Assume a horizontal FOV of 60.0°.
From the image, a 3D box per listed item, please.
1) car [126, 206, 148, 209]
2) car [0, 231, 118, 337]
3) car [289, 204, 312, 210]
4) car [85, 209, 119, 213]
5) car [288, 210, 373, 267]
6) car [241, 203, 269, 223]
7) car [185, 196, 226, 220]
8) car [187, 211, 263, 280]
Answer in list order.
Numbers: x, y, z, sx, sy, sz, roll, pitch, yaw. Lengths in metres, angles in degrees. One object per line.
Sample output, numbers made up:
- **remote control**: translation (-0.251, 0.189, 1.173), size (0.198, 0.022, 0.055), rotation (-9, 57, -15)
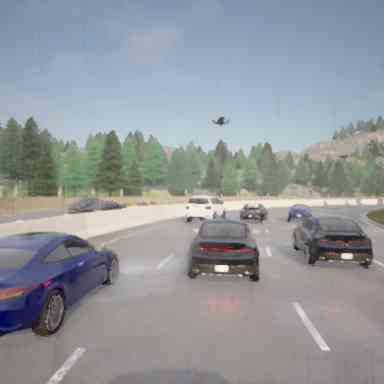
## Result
- **car**: translation (-4.572, 1.536, 32.060), size (1.882, 1.535, 5.008), rotation (1, -1, 19)
- **car**: translation (-2.927, 1.512, 6.599), size (1.812, 1.442, 4.674), rotation (1, 0, 5)
- **car**: translation (9.390, 1.753, 28.906), size (1.812, 1.442, 4.674), rotation (1, 0, 20)
- **car**: translation (-8.330, 1.557, 31.861), size (2.033, 1.411, 5.357), rotation (1, 0, 19)
- **car**: translation (4.817, 1.611, 11.935), size (1.837, 1.490, 4.892), rotation (1, 0, 9)
- **car**: translation (5.199, 1.660, 27.555), size (2.128, 1.511, 4.902), rotation (1, 0, 19)
- **car**: translation (1.170, 1.334, 26.637), size (2.150, 2.045, 5.566), rotation (1, 0, 18)
- **car**: translation (1.023, 1.556, 10.196), size (1.837, 1.490, 4.892), rotation (0, 0, 8)
